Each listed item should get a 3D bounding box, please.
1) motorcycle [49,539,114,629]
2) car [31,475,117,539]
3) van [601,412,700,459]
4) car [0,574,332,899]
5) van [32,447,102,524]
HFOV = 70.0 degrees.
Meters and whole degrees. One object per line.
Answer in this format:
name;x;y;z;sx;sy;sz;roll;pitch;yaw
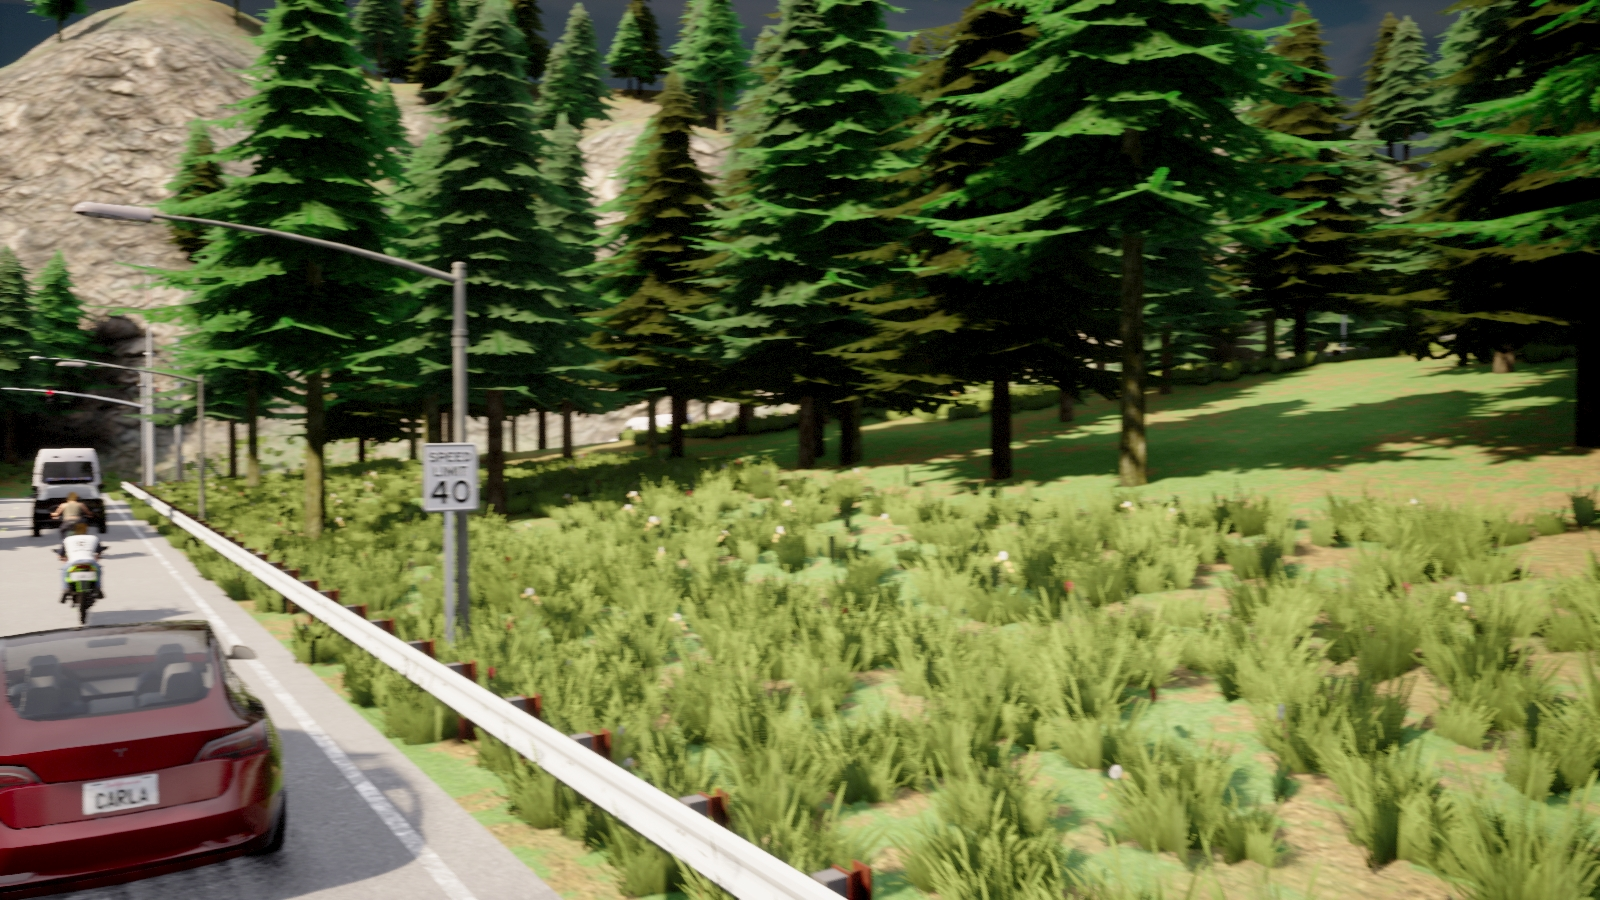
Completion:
motorcycle;-11.275;2.052;17.905;0.803;1.145;2.033;-1;1;-33
car;-22.492;1.684;35.384;2.097;1.638;5.238;-1;1;-33
van;-9.724;-0.932;74.282;5.915;2.561;1.988;-4;0;15
car;-5.115;1.975;8.518;2.163;1.488;4.792;-1;1;-33
van;-26.639;1.189;41.532;1.988;2.561;5.915;-1;1;-33
